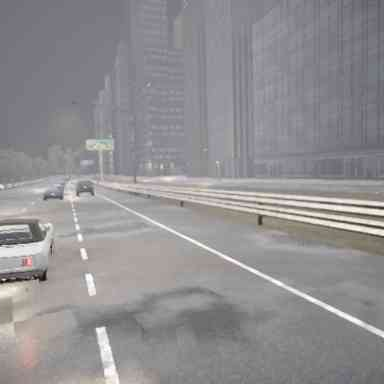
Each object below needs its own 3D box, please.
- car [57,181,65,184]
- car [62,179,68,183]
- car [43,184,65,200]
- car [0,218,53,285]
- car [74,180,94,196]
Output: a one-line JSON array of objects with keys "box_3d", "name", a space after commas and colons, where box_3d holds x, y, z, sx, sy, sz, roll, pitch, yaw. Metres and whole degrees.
[{"box_3d": [-22.144, -0.561, 54.645, 1.812, 1.442, 4.674, -3, 3, -21], "name": "car"}, {"box_3d": [-34.006, -1.940, 86.373, 1.882, 1.535, 5.008, -3, 3, -20], "name": "car"}, {"box_3d": [-15.745, 0.141, 37.805, 1.994, 1.385, 4.181, -3, 3, -21], "name": "car"}, {"box_3d": [-4.518, 1.312, 8.255, 1.895, 1.301, 4.718, -3, 3, -21], "name": "car"}, {"box_3d": [-14.120, -0.555, 43.596, 2.150, 2.045, 5.566, -3, 3, -21], "name": "car"}]
